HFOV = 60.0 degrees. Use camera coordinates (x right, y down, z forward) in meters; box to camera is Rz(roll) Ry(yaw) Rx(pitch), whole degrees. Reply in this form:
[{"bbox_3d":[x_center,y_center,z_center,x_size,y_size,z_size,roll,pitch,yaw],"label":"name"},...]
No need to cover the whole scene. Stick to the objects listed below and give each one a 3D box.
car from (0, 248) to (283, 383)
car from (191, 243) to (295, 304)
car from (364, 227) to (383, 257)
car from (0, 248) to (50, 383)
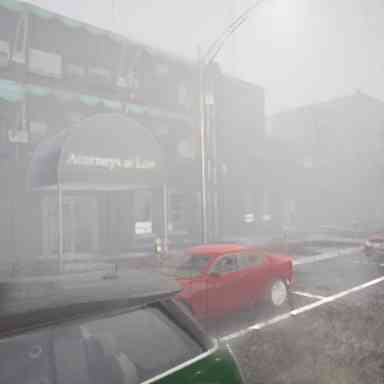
[{"bbox_3d":[-1.721,1.469,1.919,4.553,1.767,2.097,1,-3,-40],"label":"car"},{"bbox_3d":[0.348,1.830,7.006,4.507,1.381,1.887,1,-3,-40],"label":"car"},{"bbox_3d":[8.876,2.006,14.103,4.206,1.307,1.802,1,-3,-40],"label":"car"},{"bbox_3d":[-3.918,1.655,3.461,4.097,1.590,1.967,1,-3,-40],"label":"car"}]
